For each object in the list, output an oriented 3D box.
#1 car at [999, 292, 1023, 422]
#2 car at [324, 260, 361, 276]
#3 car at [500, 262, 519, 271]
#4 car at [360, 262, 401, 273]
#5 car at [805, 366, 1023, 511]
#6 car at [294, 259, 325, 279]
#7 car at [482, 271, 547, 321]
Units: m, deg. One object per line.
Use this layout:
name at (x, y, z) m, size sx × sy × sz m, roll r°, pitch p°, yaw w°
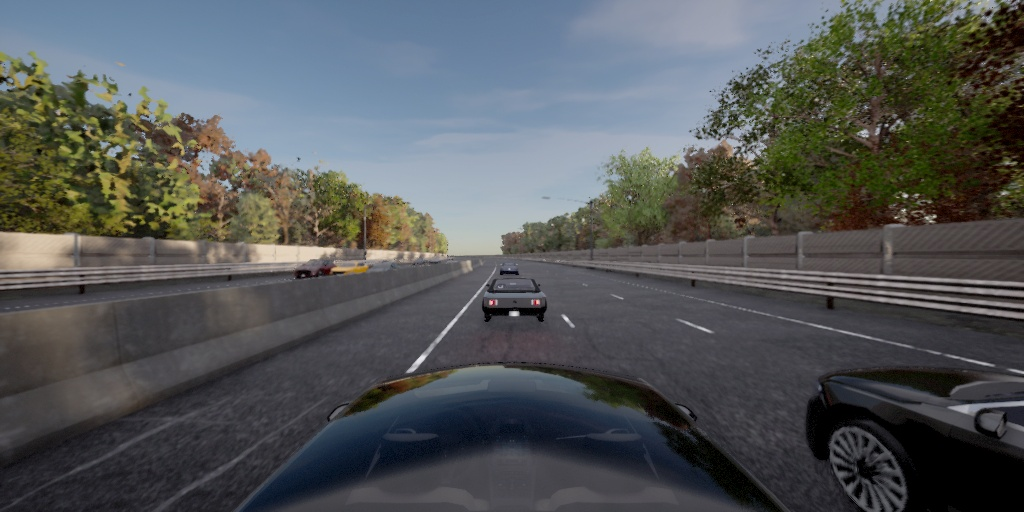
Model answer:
car at (7.093, 1.226, 2.022) m, size 1.882 × 1.535 × 5.008 m, roll 0°, pitch 0°, yaw 0°
car at (-14.376, 1.239, 32.101) m, size 1.882 × 1.535 × 5.008 m, roll 0°, pitch 0°, yaw -1°
car at (-0.316, 1.328, 39.134) m, size 1.994 × 1.385 × 4.181 m, roll 0°, pitch 0°, yaw -1°
car at (-10.851, 1.266, 30.648) m, size 1.837 × 1.490 × 4.892 m, roll 0°, pitch 0°, yaw -1°
car at (3.592, 1.240, 1.266) m, size 2.128 × 1.511 × 4.902 m, roll 0°, pitch 0°, yaw 0°
car at (-17.891, 1.113, 32.921) m, size 2.097 × 1.767 × 4.553 m, roll 0°, pitch 0°, yaw -1°
car at (0.058, 1.355, 12.422) m, size 1.895 × 1.301 × 4.718 m, roll 0°, pitch 0°, yaw 0°
